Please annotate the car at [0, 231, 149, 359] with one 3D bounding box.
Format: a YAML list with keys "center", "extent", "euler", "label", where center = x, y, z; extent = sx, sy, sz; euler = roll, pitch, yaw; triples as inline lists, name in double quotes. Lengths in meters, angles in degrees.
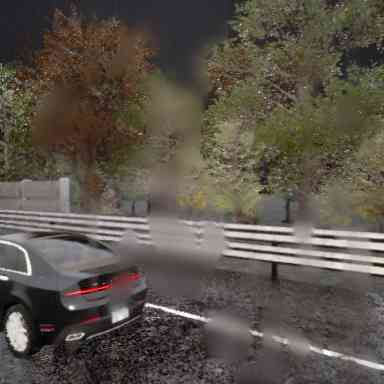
- center: [-2.978, 1.475, 6.034]
  extent: [4.892, 1.490, 1.837]
  euler: [0, 0, 35]
  label: "car"
